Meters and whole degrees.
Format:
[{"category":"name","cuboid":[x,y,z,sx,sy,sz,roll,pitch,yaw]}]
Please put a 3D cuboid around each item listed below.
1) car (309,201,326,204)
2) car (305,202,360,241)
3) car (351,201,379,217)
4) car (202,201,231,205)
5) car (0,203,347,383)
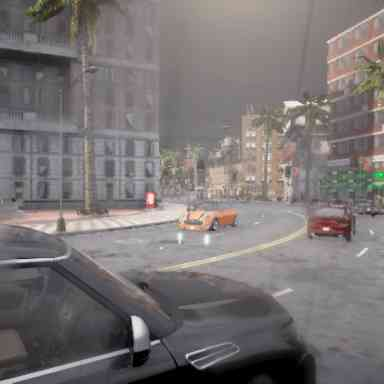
[{"category":"car","cuboid":[12.062,1.552,31.520,1.994,1.385,4.181,0,0,9]},{"category":"car","cuboid":[7.122,1.475,16.766,1.882,1.535,5.008,0,0,30]},{"category":"car","cuboid":[15.523,1.545,30.994,2.033,1.411,5.357,0,0,9]},{"category":"car","cuboid":[1.125,1.388,20.380,2.097,1.767,4.553,0,0,30]},{"category":"car","cuboid":[-1.586,1.214,2.147,5.566,2.045,2.150,0,0,-35]}]
